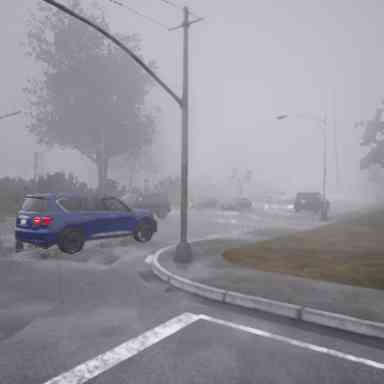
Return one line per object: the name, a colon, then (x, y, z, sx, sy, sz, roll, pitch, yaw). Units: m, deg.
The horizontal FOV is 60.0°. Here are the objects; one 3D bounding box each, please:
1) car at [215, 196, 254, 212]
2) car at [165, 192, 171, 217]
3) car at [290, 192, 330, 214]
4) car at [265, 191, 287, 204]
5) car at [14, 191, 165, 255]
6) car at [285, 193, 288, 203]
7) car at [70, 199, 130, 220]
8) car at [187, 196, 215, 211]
car: (4.889, 1.247, 35.575, 1.837, 1.490, 4.892, 1, 1, 38)
car: (-3.938, 0.981, 24.359, 2.150, 2.045, 5.566, 1, 1, 38)
car: (12.007, 1.062, 33.133, 2.150, 2.045, 5.566, 1, 1, 38)
car: (13.600, 0.825, 53.022, 2.150, 2.045, 5.566, 1, 1, 34)
car: (-3.865, 1.078, 13.040, 2.150, 2.045, 5.566, 1, 1, 38)
car: (16.510, 1.154, 51.083, 2.128, 1.511, 4.902, 1, 1, 34)
car: (-7.112, 1.274, 26.001, 1.994, 1.385, 4.181, 1, 1, 38)
car: (1.276, 1.189, 36.624, 2.128, 1.511, 4.902, 1, 1, 38)
